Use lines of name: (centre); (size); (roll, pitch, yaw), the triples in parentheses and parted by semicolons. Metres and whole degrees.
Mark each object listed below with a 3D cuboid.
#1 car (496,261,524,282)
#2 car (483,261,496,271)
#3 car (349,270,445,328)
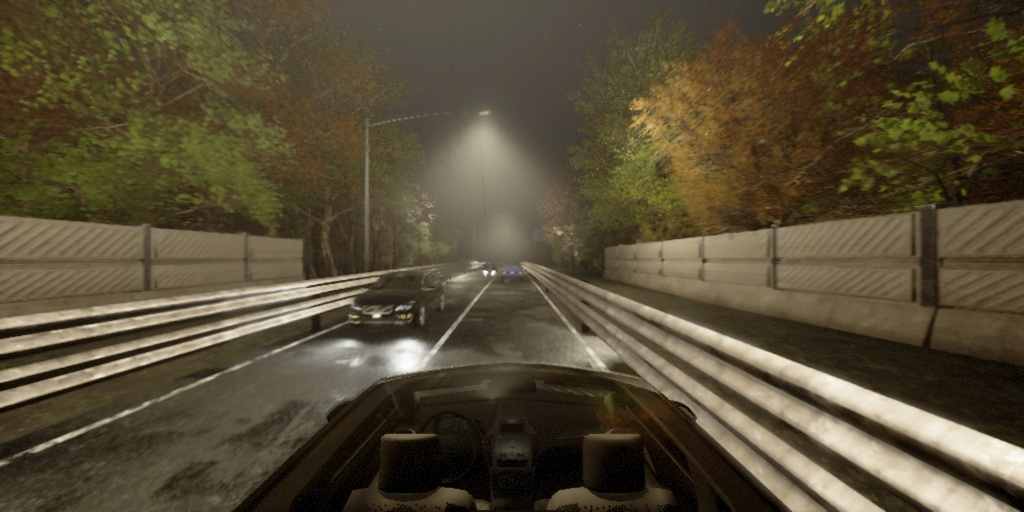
car: (0.008, 1.272, 28.710); (2.033, 1.411, 5.357); (0, 0, 0)
car: (-3.281, 1.438, 54.265); (2.128, 1.511, 4.902); (0, -1, 1)
car: (-3.343, 1.219, 11.297); (1.837, 1.490, 4.892); (0, 0, 0)
